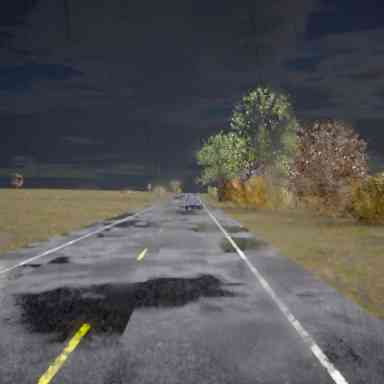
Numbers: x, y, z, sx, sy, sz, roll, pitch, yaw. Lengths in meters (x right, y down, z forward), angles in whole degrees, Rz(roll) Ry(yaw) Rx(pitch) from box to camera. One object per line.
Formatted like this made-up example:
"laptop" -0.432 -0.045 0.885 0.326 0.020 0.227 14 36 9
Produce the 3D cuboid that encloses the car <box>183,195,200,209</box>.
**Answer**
"car" 0.119 1.387 41.778 2.033 1.411 5.357 0 0 0

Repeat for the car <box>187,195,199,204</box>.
"car" 0.125 1.330 57.187 2.033 1.411 5.357 0 0 0

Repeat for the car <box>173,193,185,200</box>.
"car" -3.465 1.246 78.811 2.033 1.411 5.357 0 0 0
